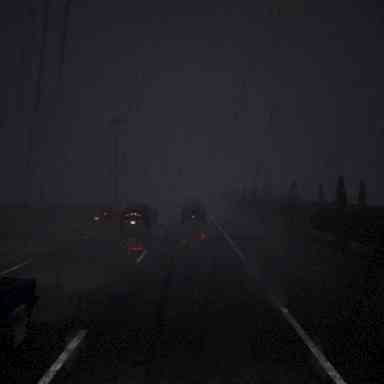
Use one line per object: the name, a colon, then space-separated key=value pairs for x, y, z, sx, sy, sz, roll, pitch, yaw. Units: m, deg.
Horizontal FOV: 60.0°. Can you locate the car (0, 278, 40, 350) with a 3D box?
car: x=-3.399 y=1.601 z=3.278 sx=1.895 sy=1.301 sz=4.718 roll=0 pitch=0 yaw=0

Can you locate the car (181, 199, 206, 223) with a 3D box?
car: x=0.101 y=1.527 z=25.540 sx=1.812 sy=1.442 sz=4.674 roll=0 pitch=0 yaw=0

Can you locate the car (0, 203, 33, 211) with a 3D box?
car: x=-14.096 y=1.549 z=25.910 sx=2.033 sy=1.411 sz=5.357 roll=0 pitch=0 yaw=0

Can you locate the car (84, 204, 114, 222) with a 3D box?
car: x=-6.896 y=1.602 z=26.273 sx=1.895 sy=1.301 sz=4.718 roll=0 pitch=0 yaw=0

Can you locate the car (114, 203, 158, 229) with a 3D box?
car: x=-3.395 y=1.506 z=21.557 sx=1.837 sy=1.490 sz=4.892 roll=0 pitch=0 yaw=0

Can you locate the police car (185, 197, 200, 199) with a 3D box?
police car: x=0.107 y=1.427 z=42.640 sx=1.930 sy=1.638 sz=5.238 roll=0 pitch=0 yaw=0
